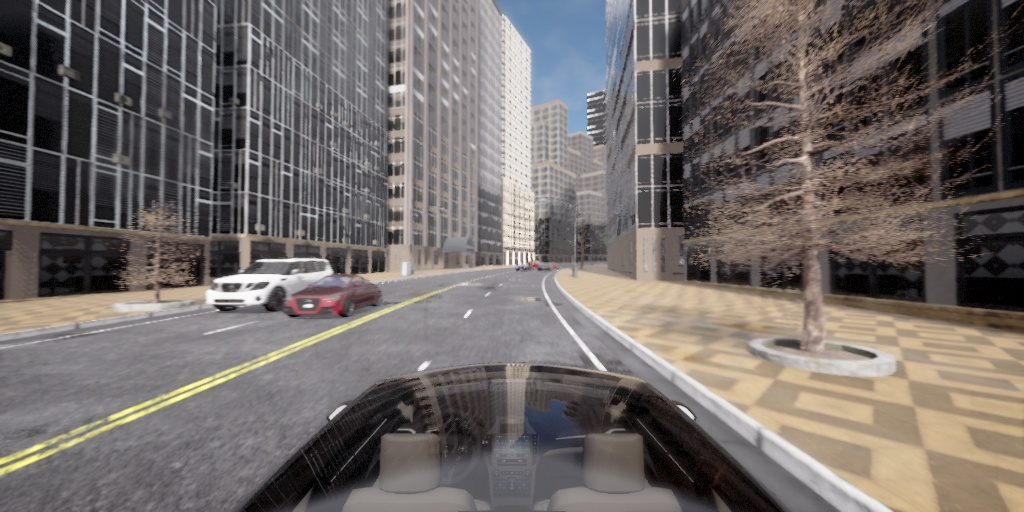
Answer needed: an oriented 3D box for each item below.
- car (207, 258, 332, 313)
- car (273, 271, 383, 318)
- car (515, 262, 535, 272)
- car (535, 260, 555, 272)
[{"bbox_3d":[-9.700,1.094,15.146,2.150,2.045,5.566,0,-1,2],"label":"car"},{"bbox_3d":[-6.477,1.418,13.454,1.994,1.385,4.181,0,0,1],"label":"car"},{"bbox_3d":[1.875,1.795,56.883,1.895,1.301,4.718,0,0,13],"label":"car"},{"bbox_3d":[5.320,1.749,57.438,1.994,1.385,4.181,0,0,13],"label":"car"}]
